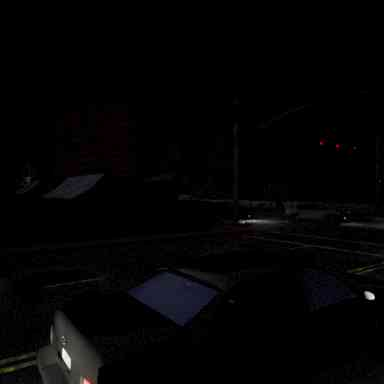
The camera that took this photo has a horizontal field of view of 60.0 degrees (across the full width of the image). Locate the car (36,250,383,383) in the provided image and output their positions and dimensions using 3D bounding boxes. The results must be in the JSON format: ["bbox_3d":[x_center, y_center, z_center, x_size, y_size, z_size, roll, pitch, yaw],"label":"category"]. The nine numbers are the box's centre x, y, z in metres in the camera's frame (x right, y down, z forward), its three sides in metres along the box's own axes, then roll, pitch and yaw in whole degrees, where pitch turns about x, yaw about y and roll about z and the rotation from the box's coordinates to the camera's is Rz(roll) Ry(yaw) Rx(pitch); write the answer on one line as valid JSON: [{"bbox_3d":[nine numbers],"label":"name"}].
[{"bbox_3d":[0.915,1.547,4.463,5.357,1.411,2.033,0,0,-35],"label":"car"}]

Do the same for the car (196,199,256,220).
[{"bbox_3d":[2.996,1.547,28.810,2.033,1.411,5.357,0,0,-37],"label":"car"}]

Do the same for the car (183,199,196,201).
[{"bbox_3d":[0.004,1.526,38.608,1.812,1.442,4.674,0,0,-37],"label":"car"}]

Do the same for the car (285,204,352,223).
[{"bbox_3d":[9.693,1.601,25.714,1.895,1.301,4.718,0,0,-37],"label":"car"}]
